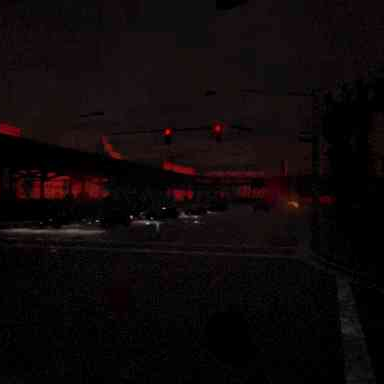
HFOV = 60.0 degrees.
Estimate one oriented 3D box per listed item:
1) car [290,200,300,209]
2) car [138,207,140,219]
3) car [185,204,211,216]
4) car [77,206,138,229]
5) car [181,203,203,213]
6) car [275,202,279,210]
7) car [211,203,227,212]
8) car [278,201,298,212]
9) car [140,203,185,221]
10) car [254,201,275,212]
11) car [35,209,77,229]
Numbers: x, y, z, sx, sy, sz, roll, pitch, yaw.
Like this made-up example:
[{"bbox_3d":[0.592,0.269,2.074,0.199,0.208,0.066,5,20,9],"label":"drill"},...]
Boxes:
[{"bbox_3d":[19.264,2.345,62.898,2.097,1.767,4.553,0,-1,22],"label":"car"},{"bbox_3d":[-6.999,2.209,35.470,2.128,1.511,4.902,0,-1,22],"label":"car"},{"bbox_3d":[0.569,2.372,44.947,1.812,1.442,4.674,0,-1,22],"label":"car"},{"bbox_3d":[-6.674,2.079,26.862,1.837,1.490,4.892,0,-1,22],"label":"car"},{"bbox_3d":[0.124,2.524,53.192,1.895,1.301,4.718,0,-1,22],"label":"car"},{"bbox_3d":[15.045,2.466,62.043,1.882,1.535,5.008,0,-1,22],"label":"car"},{"bbox_3d":[4.279,2.476,54.112,2.033,1.411,5.357,0,-1,22],"label":"car"},{"bbox_3d":[15.550,2.518,53.611,1.895,1.301,4.718,0,-1,22],"label":"car"},{"bbox_3d":[-3.056,2.279,35.904,2.033,1.411,5.357,0,-1,22],"label":"car"},{"bbox_3d":[11.318,2.265,52.728,2.097,1.767,4.553,0,-1,22],"label":"car"},{"bbox_3d":[-10.402,2.095,26.971,1.812,1.442,4.674,0,-1,22],"label":"car"}]
